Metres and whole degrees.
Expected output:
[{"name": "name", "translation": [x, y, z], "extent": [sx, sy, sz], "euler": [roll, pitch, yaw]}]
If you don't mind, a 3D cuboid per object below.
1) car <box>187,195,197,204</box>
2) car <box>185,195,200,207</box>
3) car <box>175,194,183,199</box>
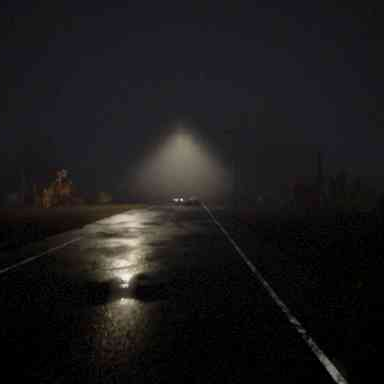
[{"name": "car", "translation": [0.003, 1.198, 57.741], "extent": [1.812, 1.442, 4.674], "euler": [0, 0, 0]}, {"name": "car", "translation": [0.098, 1.305, 45.438], "extent": [1.994, 1.385, 4.181], "euler": [0, 0, 0]}, {"name": "car", "translation": [-3.258, 1.114, 85.183], "extent": [1.895, 1.301, 4.718], "euler": [0, 0, 1]}]
